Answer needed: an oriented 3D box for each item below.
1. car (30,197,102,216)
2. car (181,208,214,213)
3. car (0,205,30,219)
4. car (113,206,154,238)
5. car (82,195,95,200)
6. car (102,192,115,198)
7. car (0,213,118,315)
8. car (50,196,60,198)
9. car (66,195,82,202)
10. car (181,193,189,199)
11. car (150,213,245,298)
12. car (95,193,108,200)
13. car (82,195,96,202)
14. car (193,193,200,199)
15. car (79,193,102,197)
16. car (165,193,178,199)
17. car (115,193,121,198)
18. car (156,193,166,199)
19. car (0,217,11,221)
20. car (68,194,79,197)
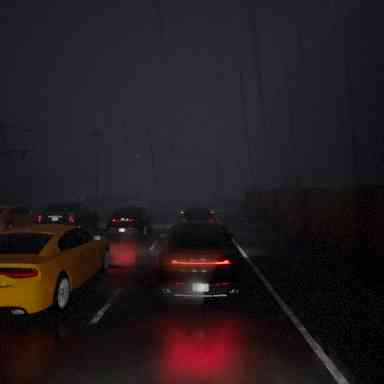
[{"bbox_3d":[-6.698,1.352,18.462,2.097,1.767,4.553,0,0,1],"label":"car"},{"bbox_3d":[0.305,1.564,18.632,1.994,1.385,4.181,0,0,1],"label":"car"},{"bbox_3d":[-10.199,1.478,18.474,1.882,1.535,5.008,0,0,1],"label":"car"},{"bbox_3d":[-3.203,1.505,17.770,1.837,1.490,4.892,0,0,0],"label":"car"},{"bbox_3d":[-26.799,1.411,86.344,1.895,1.301,4.718,0,1,1],"label":"car"},{"bbox_3d":[-20.005,1.141,75.983,2.150,2.045,5.566,0,0,1],"label":"car"},{"bbox_3d":[-3.324,1.478,7.691,1.882,1.535,5.008,0,0,1],"label":"car"},{"bbox_3d":[-27.199,1.528,66.193,1.994,1.385,4.181,0,0,1],"label":"car"},{"bbox_3d":[-27.001,1.467,76.255,1.994,1.385,4.181,0,0,1],"label":"car"},{"bbox_3d":[-2.118,1.045,95.079,2.097,1.767,4.553,0,1,1],"label":"car"},{"bbox_3d":[0.186,1.505,8.515,1.837,1.490,4.892,0,0,1],"label":"car"},{"bbox_3d":[-23.303,1.174,86.083,2.097,1.767,4.553,0,1,1],"label":"car"},{"bbox_3d":[-23.505,1.468,76.020,1.994,1.385,4.181,0,0,1],"label":"car"},{"bbox_3d":[1.382,1.242,95.041,1.994,1.385,4.181,0,1,1],"label":"car"},{"bbox_3d":[-20.200,1.311,66.102,2.097,1.767,4.553,0,0,1],"label":"car"},{"bbox_3d":[-5.625,1.217,94.765,2.128,1.511,4.902,0,1,1],"label":"car"},{"bbox_3d":[-19.801,1.171,86.175,2.097,1.767,4.553,0,1,1],"label":"car"},{"bbox_3d":[-9.125,1.169,94.839,1.882,1.535,5.008,0,1,1],"label":"car"},{"bbox_3d":[-6.812,1.564,8.442,1.994,1.385,4.181,0,0,0],"label":"car"},{"bbox_3d":[-23.699,1.330,66.162,2.097,1.767,4.553,0,0,1],"label":"car"}]
